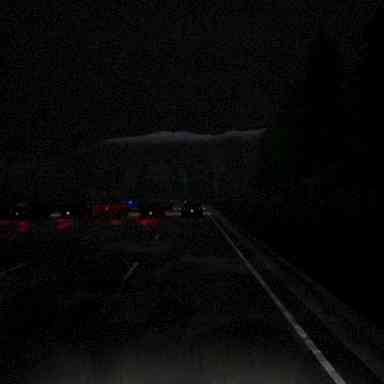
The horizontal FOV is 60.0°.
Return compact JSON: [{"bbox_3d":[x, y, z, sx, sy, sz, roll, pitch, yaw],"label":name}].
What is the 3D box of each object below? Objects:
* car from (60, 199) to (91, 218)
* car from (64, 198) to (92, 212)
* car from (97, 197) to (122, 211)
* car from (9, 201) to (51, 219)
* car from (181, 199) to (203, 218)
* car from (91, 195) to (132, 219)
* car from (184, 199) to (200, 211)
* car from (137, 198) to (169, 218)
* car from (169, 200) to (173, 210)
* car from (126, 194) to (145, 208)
[{"bbox_3d":[-10.475,1.522,30.560,1.837,1.490,4.892,0,0,0],"label":"car"},{"bbox_3d":[-13.973,1.547,41.090,1.812,1.442,4.674,0,0,0],"label":"car"},{"bbox_3d":[-10.461,1.500,42.518,1.882,1.535,5.008,0,0,0],"label":"car"},{"bbox_3d":[-13.990,1.541,28.906,1.812,1.442,4.674,0,0,0],"label":"car"},{"bbox_3d":[0.024,1.580,30.807,1.994,1.385,4.181,0,0,1],"label":"car"},{"bbox_3d":[-6.986,1.367,29.417,2.097,1.767,4.553,0,0,0],"label":"car"},{"bbox_3d":[0.031,1.586,42.065,1.994,1.385,4.181,0,0,0],"label":"car"},{"bbox_3d":[-3.476,1.522,30.520,1.837,1.490,4.892,0,0,0],"label":"car"},{"bbox_3d":[-3.462,1.586,42.156,1.994,1.385,4.181,0,0,0],"label":"car"},{"bbox_3d":[-6.979,1.245,40.461,2.150,2.045,5.566,0,0,0],"label":"car"}]
